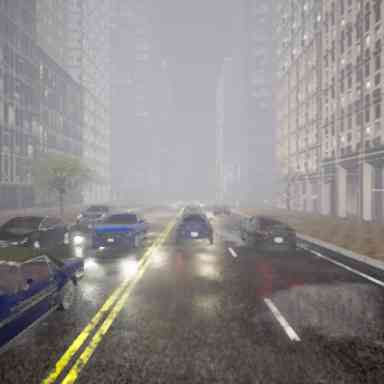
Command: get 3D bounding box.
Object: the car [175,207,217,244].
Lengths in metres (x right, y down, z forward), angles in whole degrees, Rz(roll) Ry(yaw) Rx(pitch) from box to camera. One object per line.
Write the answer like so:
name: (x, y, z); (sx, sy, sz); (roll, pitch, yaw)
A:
car: (0.108, 1.741, 17.123); (1.812, 1.442, 4.674); (0, -1, 0)

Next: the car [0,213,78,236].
car: (-6.519, 1.676, 13.532); (1.837, 1.490, 4.892); (0, -1, 0)

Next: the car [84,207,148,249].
car: (-3.245, 1.676, 15.738); (1.882, 1.535, 5.008); (0, -1, 0)

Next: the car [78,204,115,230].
car: (-6.491, 1.646, 23.458); (2.097, 1.767, 4.553); (0, -1, 0)

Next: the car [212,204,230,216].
car: (3.352, 2.084, 39.127); (1.895, 1.301, 4.718); (0, -1, 0)

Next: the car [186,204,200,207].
car: (0.117, 2.073, 38.205); (1.895, 1.301, 4.718); (0, -1, 0)

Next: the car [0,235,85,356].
car: (-3.326, 1.668, 5.210); (1.895, 1.301, 4.718); (0, -1, 0)

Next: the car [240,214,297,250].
car: (3.358, 1.716, 15.163); (1.812, 1.442, 4.674); (0, -1, 0)
